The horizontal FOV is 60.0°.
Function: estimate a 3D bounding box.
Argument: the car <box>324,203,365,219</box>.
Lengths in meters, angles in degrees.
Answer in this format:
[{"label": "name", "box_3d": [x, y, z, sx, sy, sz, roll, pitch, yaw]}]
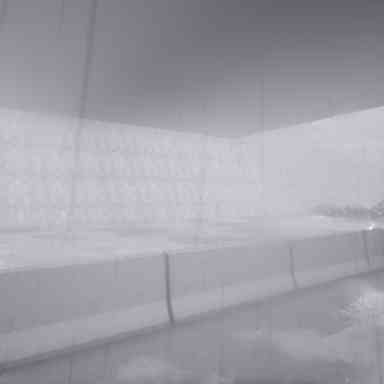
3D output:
[{"label": "car", "box_3d": [15.116, 1.860, 31.920, 4.718, 1.301, 1.895, 1, 0, -35]}]

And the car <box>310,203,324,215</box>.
[{"label": "car", "box_3d": [14.623, 1.839, 35.859, 4.181, 1.385, 1.994, 1, 0, -35]}]

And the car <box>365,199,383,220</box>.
[{"label": "car", "box_3d": [18.249, 1.491, 29.852, 5.566, 2.045, 2.150, 0, 0, -35]}]
